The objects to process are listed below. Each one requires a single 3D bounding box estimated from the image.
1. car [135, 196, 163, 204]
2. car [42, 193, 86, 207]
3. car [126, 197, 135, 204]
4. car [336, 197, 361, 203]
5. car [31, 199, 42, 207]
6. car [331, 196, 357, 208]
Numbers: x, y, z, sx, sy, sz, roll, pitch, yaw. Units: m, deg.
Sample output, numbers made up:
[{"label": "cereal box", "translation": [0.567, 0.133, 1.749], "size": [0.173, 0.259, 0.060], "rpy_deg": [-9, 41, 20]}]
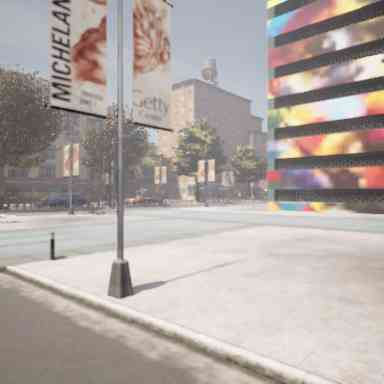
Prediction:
[{"label": "car", "translation": [-7.608, 1.613, 60.911], "size": [1.895, 1.301, 4.718], "rpy_deg": [0, 0, 41]}, {"label": "car", "translation": [-18.353, 1.223, 48.738], "size": [2.150, 2.045, 5.566], "rpy_deg": [0, 0, 41]}, {"label": "car", "translation": [-10.225, 1.525, 63.235], "size": [1.882, 1.535, 5.008], "rpy_deg": [0, 0, 41]}, {"label": "car", "translation": [17.125, 1.322, 36.096], "size": [2.002, 1.452, 4.674], "rpy_deg": [0, 0, 41]}, {"label": "car", "translation": [-21.705, 1.495, 50.208], "size": [2.128, 1.511, 4.902], "rpy_deg": [0, 0, 41]}, {"label": "car", "translation": [22.028, 1.416, 48.000], "size": [2.161, 1.482, 4.786], "rpy_deg": [0, 0, 41]}]
